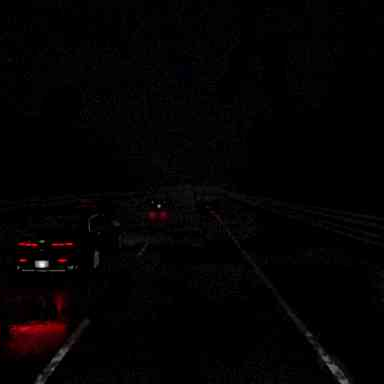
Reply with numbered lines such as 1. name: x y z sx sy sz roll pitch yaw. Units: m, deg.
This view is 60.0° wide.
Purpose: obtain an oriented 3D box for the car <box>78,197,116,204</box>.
1. car: -6.766 1.060 23.853 1.882 1.535 5.008 0 1 1

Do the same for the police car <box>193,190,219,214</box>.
1. police car: 1.263 0.934 28.346 1.930 1.638 5.238 0 1 1

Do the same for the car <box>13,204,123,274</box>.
1. car: -3.382 1.330 9.945 1.837 1.490 4.892 0 1 0

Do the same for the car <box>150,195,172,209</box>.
1. car: -3.102 1.006 34.192 1.895 1.301 4.718 0 1 1

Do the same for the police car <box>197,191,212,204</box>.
1. police car: 1.664 0.661 44.217 1.930 1.638 5.238 0 1 2

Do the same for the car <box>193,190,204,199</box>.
1. car: 1.294 0.409 61.912 1.882 1.535 5.008 0 1 3

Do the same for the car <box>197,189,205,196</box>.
1. car: 2.176 0.072 78.434 1.812 1.442 4.674 0 1 4
